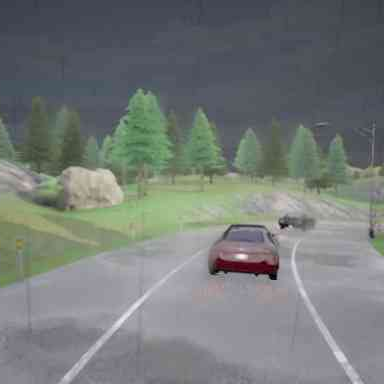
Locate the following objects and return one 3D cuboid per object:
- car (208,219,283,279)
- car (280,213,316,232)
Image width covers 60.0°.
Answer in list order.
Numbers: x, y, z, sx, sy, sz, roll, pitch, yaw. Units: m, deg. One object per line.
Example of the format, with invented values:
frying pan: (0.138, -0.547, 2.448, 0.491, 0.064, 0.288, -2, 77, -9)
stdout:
car: (1.807, 1.730, 10.809, 1.994, 1.385, 4.181, 1, -1, 14)
car: (8.350, 2.300, 26.078, 1.895, 1.301, 4.718, 2, -1, 31)
